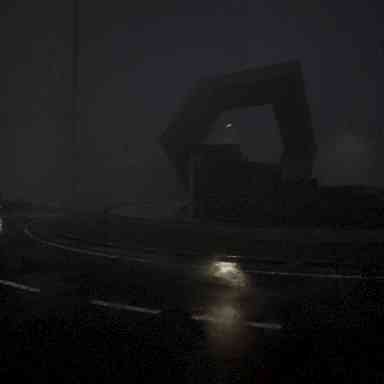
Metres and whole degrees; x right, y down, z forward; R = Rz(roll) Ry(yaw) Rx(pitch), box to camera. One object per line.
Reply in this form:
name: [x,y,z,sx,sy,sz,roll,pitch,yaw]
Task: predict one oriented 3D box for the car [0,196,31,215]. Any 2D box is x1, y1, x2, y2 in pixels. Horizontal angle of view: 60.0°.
car: [-15.958,1.238,28.686,1.895,1.301,4.718,0,1,1]
